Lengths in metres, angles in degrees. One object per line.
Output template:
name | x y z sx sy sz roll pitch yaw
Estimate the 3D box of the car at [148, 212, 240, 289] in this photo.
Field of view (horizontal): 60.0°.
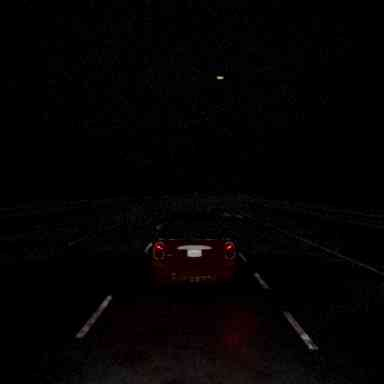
car | 0.016 1.351 9.381 2.097 1.767 4.553 0 0 -1
